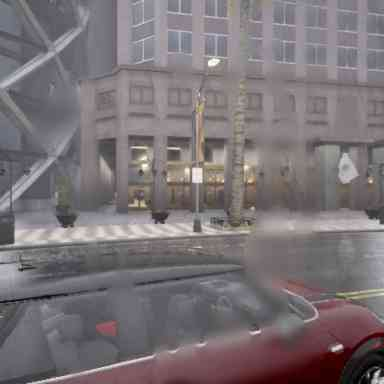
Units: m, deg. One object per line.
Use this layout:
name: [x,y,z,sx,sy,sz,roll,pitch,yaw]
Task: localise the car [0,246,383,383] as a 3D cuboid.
car: [-0.073,1.352,3.254,4.553,1.767,2.097,0,0,-28]
